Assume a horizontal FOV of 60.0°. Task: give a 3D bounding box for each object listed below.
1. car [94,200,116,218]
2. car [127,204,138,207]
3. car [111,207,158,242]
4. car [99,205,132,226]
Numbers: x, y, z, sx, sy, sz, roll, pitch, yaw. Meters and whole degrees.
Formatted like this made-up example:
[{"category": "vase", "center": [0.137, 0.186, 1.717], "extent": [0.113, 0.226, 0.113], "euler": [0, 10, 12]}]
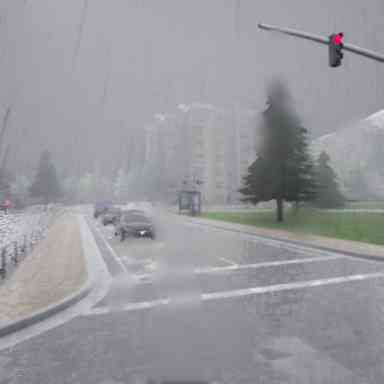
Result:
[{"category": "car", "center": [-10.288, 1.951, 39.132], "extent": [2.150, 2.045, 5.566], "euler": [-1, -1, -18]}, {"category": "car", "center": [-7.863, 2.263, 43.059], "extent": [1.812, 1.442, 4.674], "euler": [-1, -1, -18]}, {"category": "car", "center": [-3.255, 1.828, 18.789], "extent": [1.837, 1.490, 4.892], "euler": [-1, -1, -19]}, {"category": "car", "center": [-6.523, 2.074, 28.183], "extent": [1.994, 1.385, 4.181], "euler": [-1, -1, -19]}]
